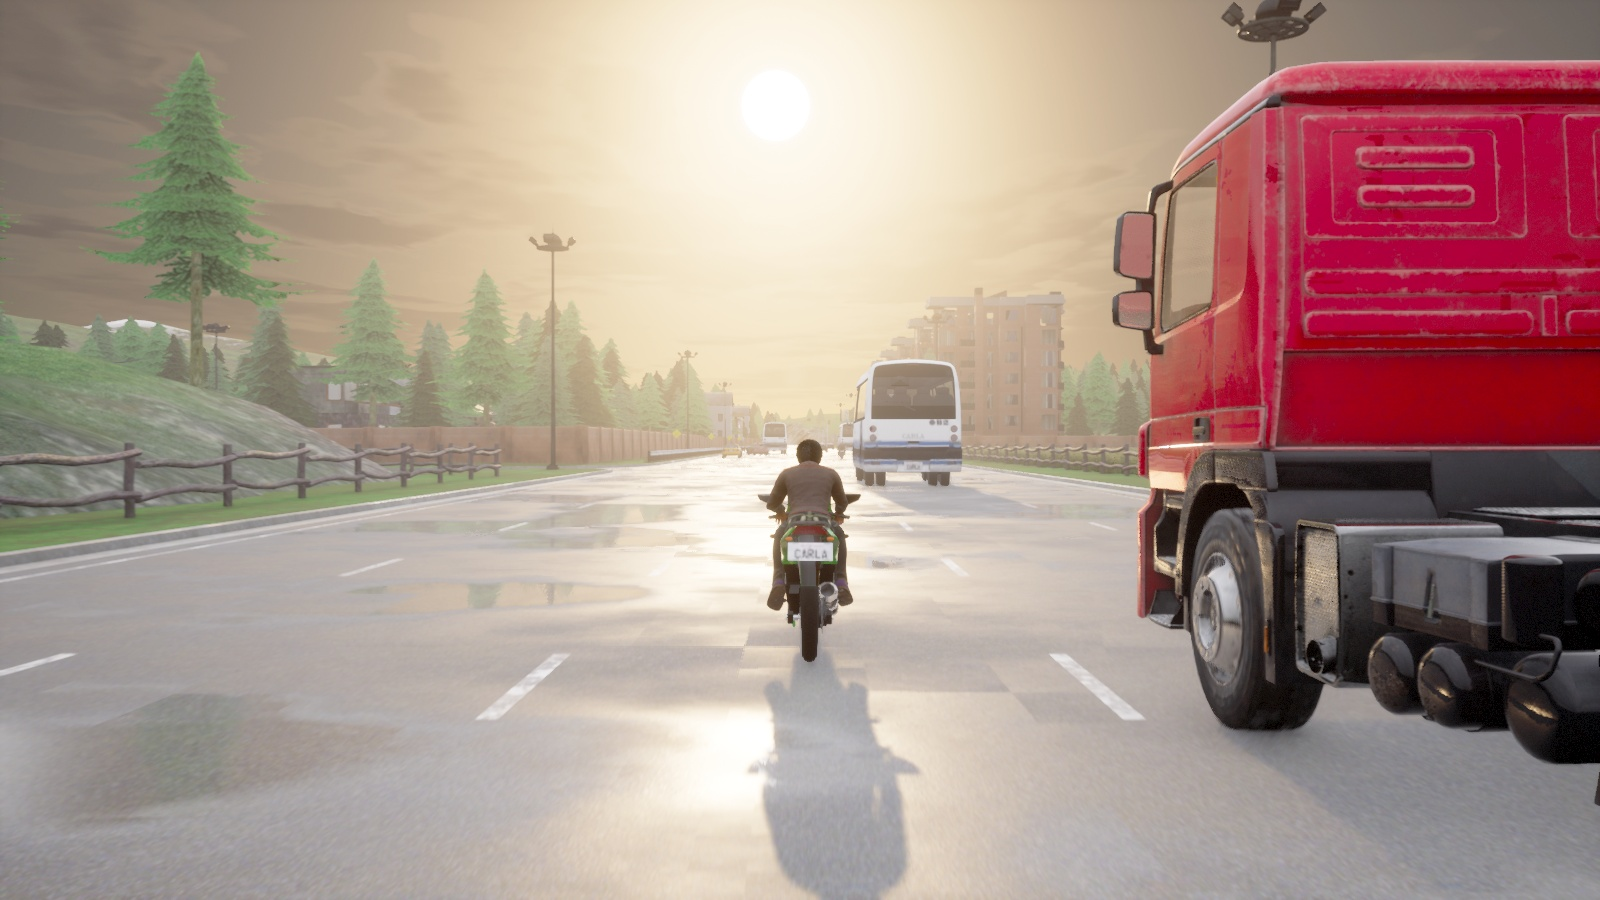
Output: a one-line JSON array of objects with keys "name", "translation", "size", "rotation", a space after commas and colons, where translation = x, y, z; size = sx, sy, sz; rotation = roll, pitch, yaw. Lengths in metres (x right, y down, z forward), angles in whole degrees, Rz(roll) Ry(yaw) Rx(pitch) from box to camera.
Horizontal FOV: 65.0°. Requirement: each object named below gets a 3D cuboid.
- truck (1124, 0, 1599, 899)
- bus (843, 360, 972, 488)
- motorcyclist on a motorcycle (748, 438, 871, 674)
[{"name": "truck", "translation": [3.540, -0.256, 4.217], "size": [2.891, 3.462, 7.936], "rotation": [0, 0, 0]}, {"name": "bus", "translation": [3.732, -0.889, 46.691], "size": [3.944, 4.253, 10.273], "rotation": [0, 0, 0]}, {"name": "motorcyclist on a motorcycle", "translation": [0.067, 0.677, 9.134], "size": [0.797, 1.523, 2.044], "rotation": [0, 0, 0]}]
